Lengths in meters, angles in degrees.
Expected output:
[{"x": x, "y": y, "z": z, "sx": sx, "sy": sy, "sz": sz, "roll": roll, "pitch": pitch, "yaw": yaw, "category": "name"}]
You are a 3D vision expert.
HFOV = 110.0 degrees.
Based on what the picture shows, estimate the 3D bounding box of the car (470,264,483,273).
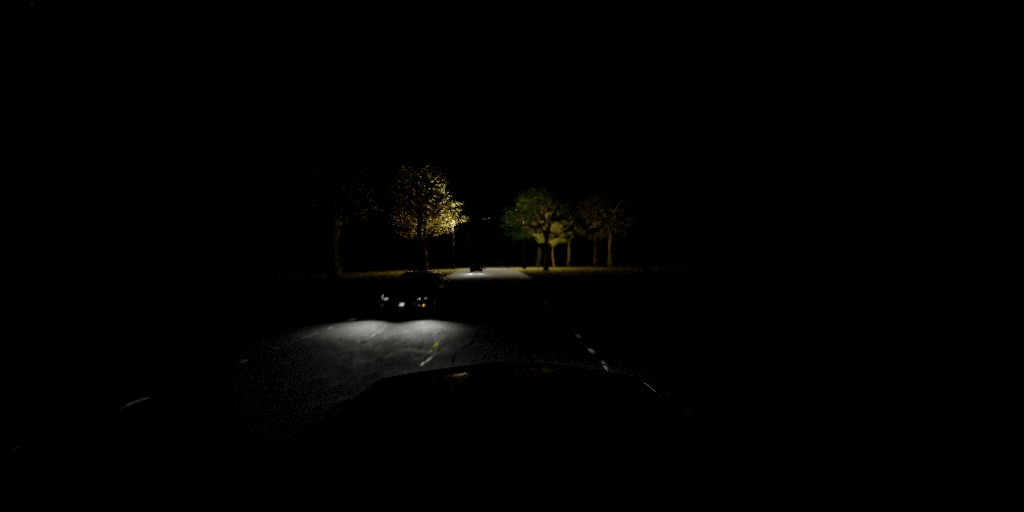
[{"x": -5.505, "y": 1.916, "z": 55.543, "sx": 1.895, "sy": 1.301, "sz": 4.718, "roll": 0, "pitch": -1, "yaw": -3, "category": "car"}]

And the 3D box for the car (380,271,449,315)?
[{"x": -3.729, "y": 1.399, "z": 14.416, "sx": 1.837, "sy": 1.490, "sz": 4.892, "roll": 0, "pitch": -1, "yaw": -1, "category": "car"}]
